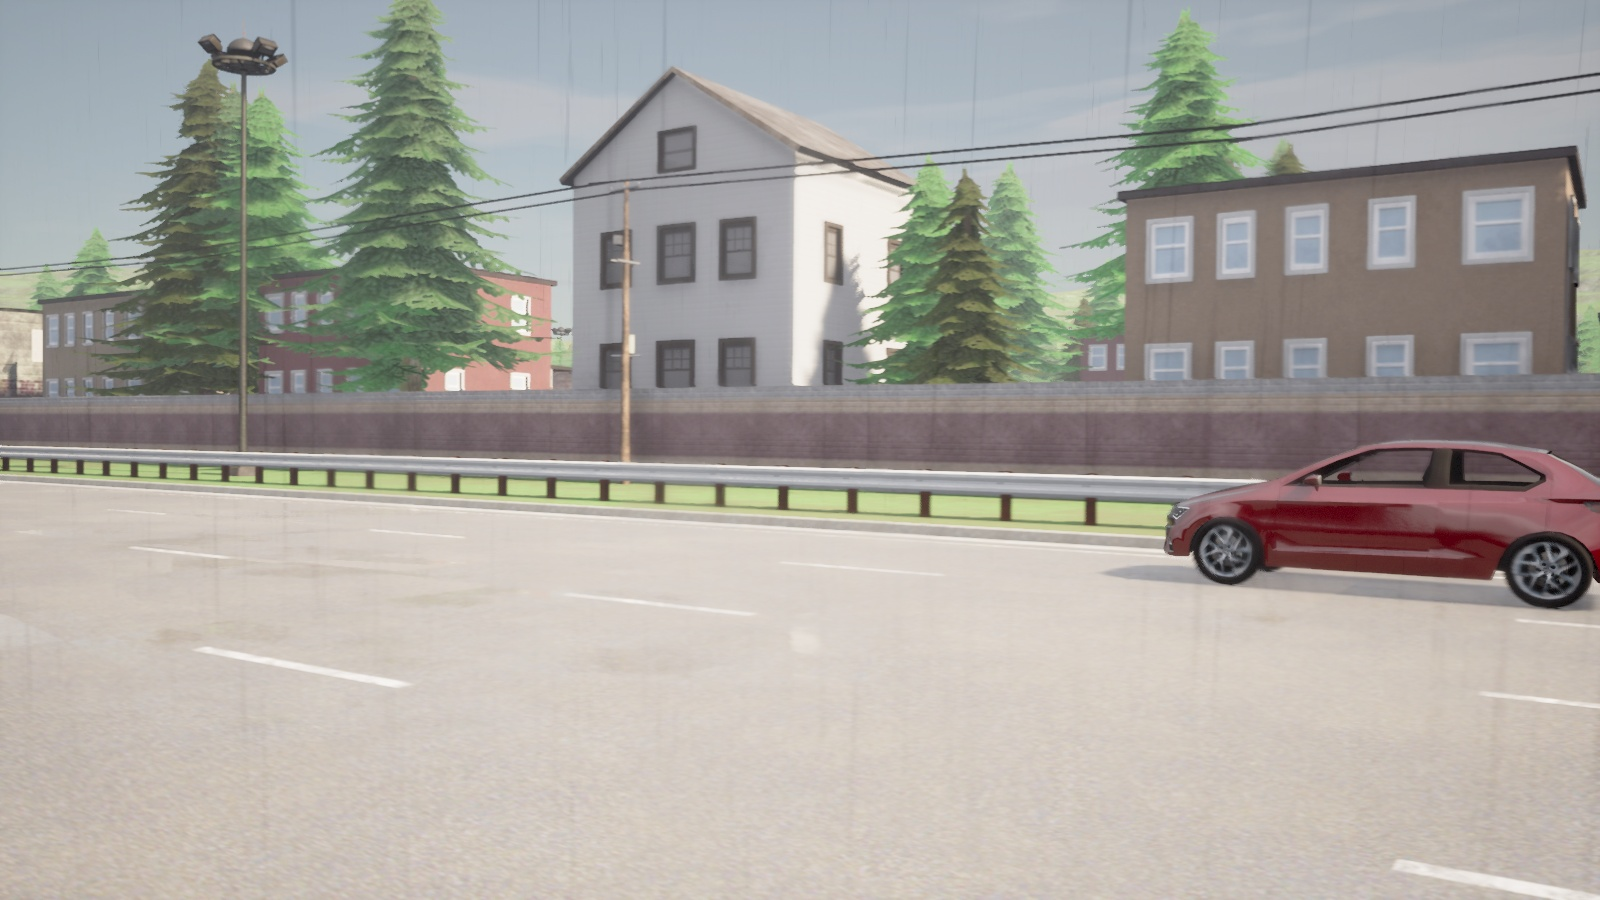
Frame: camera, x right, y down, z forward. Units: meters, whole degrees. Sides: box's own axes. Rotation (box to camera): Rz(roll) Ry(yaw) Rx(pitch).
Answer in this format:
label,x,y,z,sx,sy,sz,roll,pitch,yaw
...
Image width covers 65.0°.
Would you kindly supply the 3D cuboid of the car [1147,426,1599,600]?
label,x,y,z,sx,sy,sz,roll,pitch,yaw
car,5.784,0.524,12.385,4.193,1.474,1.816,0,1,34
